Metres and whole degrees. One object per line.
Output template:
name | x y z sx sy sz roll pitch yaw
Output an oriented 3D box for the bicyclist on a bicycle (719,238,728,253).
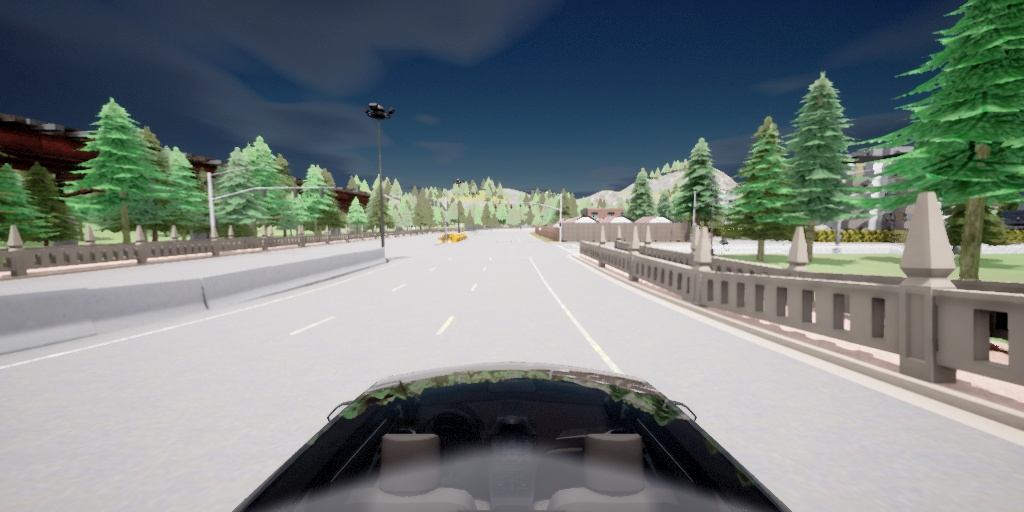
bicyclist on a bicycle | 21.192 -1.079 35.865 0.582 1.620 1.656 0 5 -1
